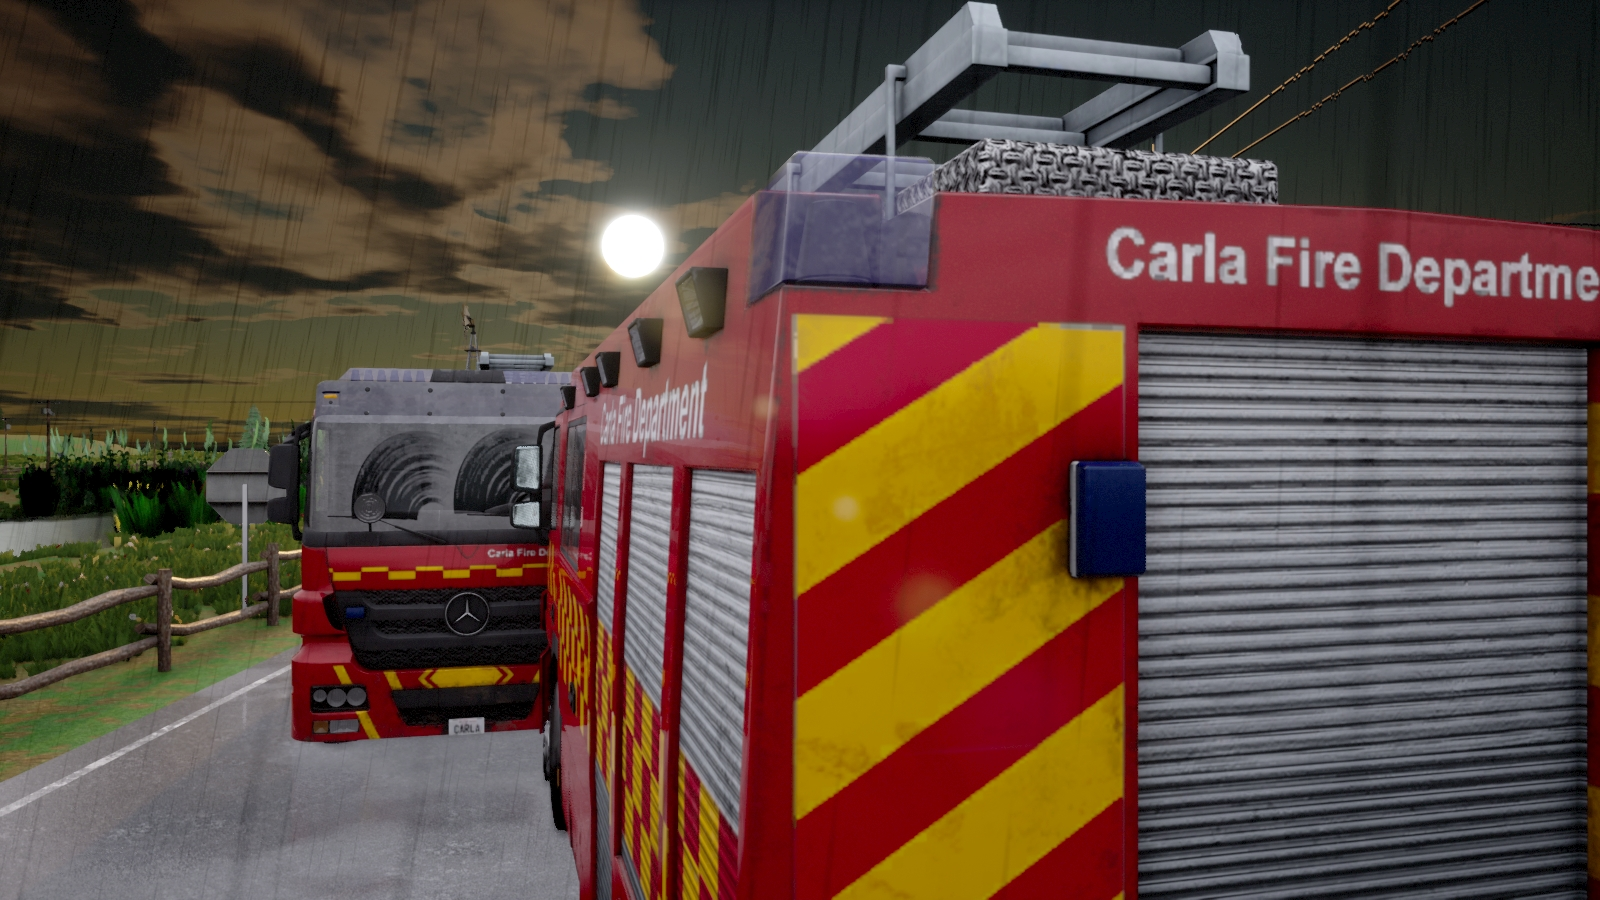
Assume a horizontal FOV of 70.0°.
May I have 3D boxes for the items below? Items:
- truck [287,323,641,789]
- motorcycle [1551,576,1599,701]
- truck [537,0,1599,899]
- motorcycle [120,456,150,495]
[{"bbox_3d":[-3.921,0.862,13.841,2.891,3.827,8.468,0,0,-15],"label":"truck"},{"bbox_3d":[9.774,2.142,13.106,1.805,1.316,0.856,0,0,-7],"label":"motorcycle"},{"bbox_3d":[0.072,0.867,6.870,2.891,3.827,8.468,0,0,-15],"label":"truck"},{"bbox_3d":[-41.391,1.577,71.120,0.803,2.348,2.033,0,0,-4],"label":"motorcycle"}]
